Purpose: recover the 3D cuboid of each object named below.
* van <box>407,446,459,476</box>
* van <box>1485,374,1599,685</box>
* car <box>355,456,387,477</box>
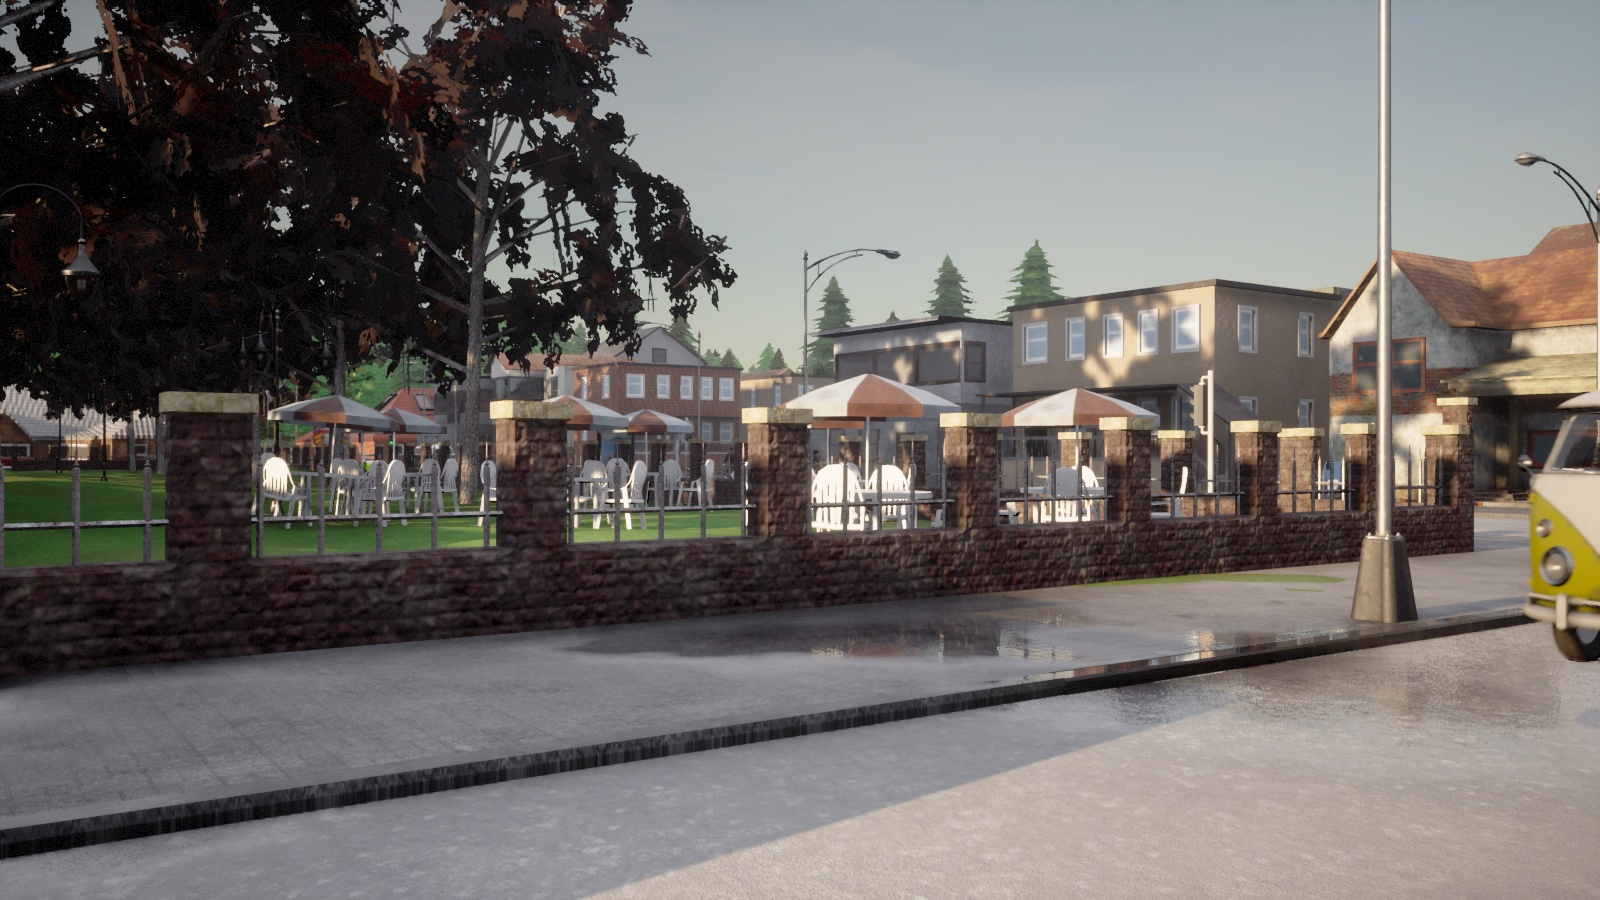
[{"bbox_3d":[-25.155,0.732,85.938,2.069,2.038,4.480,0,0,-35],"label":"van"},{"bbox_3d":[7.034,0.505,9.151,4.442,1.987,1.775,0,0,-35],"label":"van"},{"bbox_3d":[-28.675,1.066,83.927,1.481,1.376,2.207,0,-1,-36],"label":"car"}]
